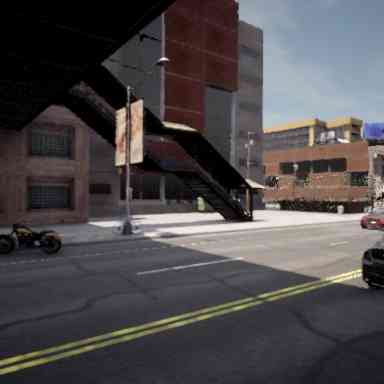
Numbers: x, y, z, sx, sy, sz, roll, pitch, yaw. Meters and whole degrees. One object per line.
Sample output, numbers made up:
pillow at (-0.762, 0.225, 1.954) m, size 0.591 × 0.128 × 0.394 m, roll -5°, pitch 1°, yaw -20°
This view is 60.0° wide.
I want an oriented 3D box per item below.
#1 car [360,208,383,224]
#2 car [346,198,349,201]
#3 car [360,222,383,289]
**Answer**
car at (12.964, 1.742, 21.997) m, size 4.181 × 1.385 × 1.994 m, roll 1°, pitch 0°, yaw -36°
car at (35.955, 1.982, 75.850) m, size 4.674 × 1.452 × 2.002 m, roll 1°, pitch 0°, yaw -36°
car at (6.045, 1.577, 8.154) m, size 4.892 × 1.490 × 1.837 m, roll 1°, pitch 0°, yaw -36°
